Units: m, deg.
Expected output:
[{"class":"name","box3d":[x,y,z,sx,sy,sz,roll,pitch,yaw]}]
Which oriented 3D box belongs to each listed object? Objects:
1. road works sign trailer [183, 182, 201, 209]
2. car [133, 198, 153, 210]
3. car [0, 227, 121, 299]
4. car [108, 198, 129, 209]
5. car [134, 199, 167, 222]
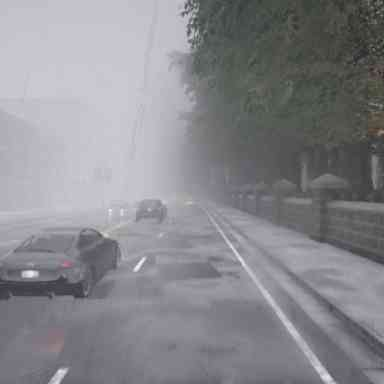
[{"class":"road works sign trailer","box3d":[0.013,0.469,44.758,2.380,3.560,2.880,0,0,0]},{"class":"car","box3d":[-6.549,1.569,44.907,1.994,1.385,4.181,0,0,0]},{"class":"car","box3d":[-3.145,1.565,8.473,1.994,1.385,4.181,0,0,0]},{"class":"car","box3d":[-9.798,1.531,44.861,1.812,1.442,4.674,0,0,0]},{"class":"car","box3d":[-3.140,1.355,26.537,2.097,1.767,4.553,0,0,0]}]
